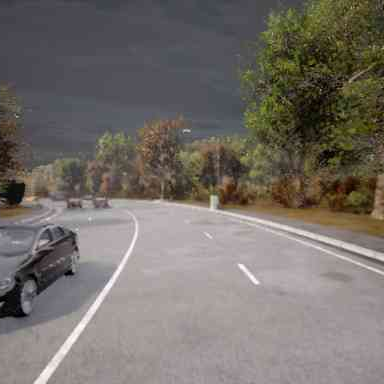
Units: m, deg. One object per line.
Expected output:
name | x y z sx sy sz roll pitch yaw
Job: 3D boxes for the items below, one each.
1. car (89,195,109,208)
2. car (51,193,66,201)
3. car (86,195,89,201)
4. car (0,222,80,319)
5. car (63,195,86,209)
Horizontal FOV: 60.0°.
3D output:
car | -13.032 1.455 47.190 1.812 1.442 4.674 -2 1 -23
car | -33.649 1.640 84.504 2.033 1.411 5.357 -4 2 -44
car | -25.140 1.361 80.203 1.994 1.385 4.181 -4 2 -41
car | -3.910 1.474 7.384 2.128 1.511 4.902 -1 0 -4
car | -16.248 1.523 45.809 1.882 1.535 5.008 -2 1 -23
